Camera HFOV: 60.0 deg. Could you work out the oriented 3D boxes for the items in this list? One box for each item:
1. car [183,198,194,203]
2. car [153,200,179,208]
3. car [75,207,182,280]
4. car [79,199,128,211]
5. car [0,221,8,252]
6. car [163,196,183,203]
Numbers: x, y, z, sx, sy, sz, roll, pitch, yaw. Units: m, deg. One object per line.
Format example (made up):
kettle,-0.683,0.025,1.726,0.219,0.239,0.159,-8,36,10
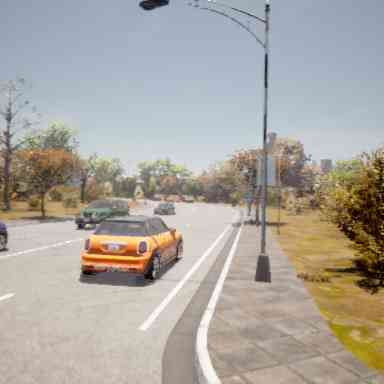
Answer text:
car,-1.315,2.274,88.366,1.895,1.301,4.718,2,0,-27
car,-3.403,2.113,41.590,1.837,1.490,4.892,1,-1,10
car,-1.699,1.548,10.881,2.097,1.767,4.553,1,-1,10
car,-6.445,1.580,24.648,2.150,2.045,5.566,1,-1,10
car,-8.744,1.402,11.657,2.097,1.767,4.553,1,-1,9
car,-5.151,1.912,88.146,2.097,1.767,4.553,2,0,-32
